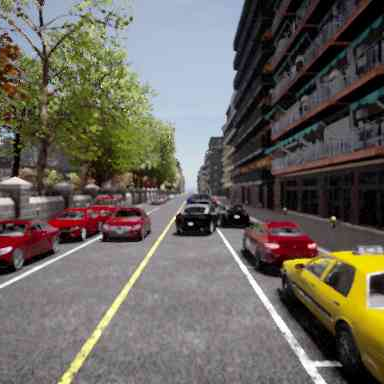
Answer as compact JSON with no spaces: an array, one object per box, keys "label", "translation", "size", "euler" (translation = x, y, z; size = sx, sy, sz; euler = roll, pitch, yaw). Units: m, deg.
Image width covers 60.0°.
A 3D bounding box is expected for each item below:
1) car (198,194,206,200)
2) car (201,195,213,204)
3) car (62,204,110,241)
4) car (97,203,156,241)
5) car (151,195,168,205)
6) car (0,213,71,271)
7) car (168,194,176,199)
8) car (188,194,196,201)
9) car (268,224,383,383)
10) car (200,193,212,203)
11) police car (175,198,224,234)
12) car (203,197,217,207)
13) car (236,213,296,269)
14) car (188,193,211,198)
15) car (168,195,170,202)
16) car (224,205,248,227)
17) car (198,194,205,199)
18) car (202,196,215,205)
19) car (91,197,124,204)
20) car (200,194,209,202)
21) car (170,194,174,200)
[{"label":"car","translation":[2.722,1.260,89.590],"size":[1.967,1.590,4.097],"euler":[0,0,0]},{"label":"car","translation":[2.712,1.300,61.439],"size":[1.967,1.590,4.097],"euler":[0,0,0]},{"label":"car","translation":[-5.685,1.499,16.400],"size":[1.887,1.381,4.507],"euler":[0,0,0]},{"label":"car","translation":[-3.093,1.479,16.644],"size":[1.812,1.442,4.674],"euler":[0,0,0]},{"label":"car","translation":[-5.671,1.309,55.812],"size":[1.967,1.590,4.097],"euler":[0,0,0]},{"label":"car","translation":[-5.687,1.551,10.769],"size":[1.802,1.307,4.206],"euler":[0,0,0]},{"label":"car","translation":[-5.655,1.365,95.223],"size":[2.008,1.369,4.403],"euler":[0,0,0]},{"label":"car","translation":[0.028,1.179,73.707],"size":[1.812,1.442,4.674],"euler":[0,0,0]},{"label":"car","translation":[2.692,1.510,5.306],"size":[1.752,1.417,4.829],"euler":[0,0,0]},{"label":"car","translation":[2.713,1.166,67.069],"size":[2.192,1.841,5.009],"euler":[0,0,0]},{"label":"police car","translation":[0.451,1.373,19.087],"size":[1.930,1.638,5.238],"euler":[0,0,12]},{"label":"car","translation":[2.708,1.423,50.179],"size":[1.887,1.381,4.507],"euler":[0,0,0]},{"label":"car","translation":[2.693,1.551,10.767],"size":[1.802,1.307,4.206],"euler":[0,0,0]},{"label":"car","translation":[0.913,1.134,34.818],"size":[2.150,2.045,5.566],"euler":[0,0,0]},{"label":"car","translation":[-5.669,1.300,61.441],"size":[1.967,1.590,4.097],"euler":[0,0,0]},{"label":"car","translation":[2.697,1.506,22.029],"size":[1.947,1.339,4.313],"euler":[0,0,0]},{"label":"car","translation":[2.725,1.380,95.221],"size":[1.947,1.339,4.313],"euler":[0,0,0]},{"label":"car","translation":[2.710,1.414,55.810],"size":[1.887,1.381,4.507],"euler":[0,0,0]},{"label":"car","translation":[-5.682,1.255,22.031],"size":[2.192,1.841,5.009],"euler":[0,0,0]},{"label":"car","translation":[2.716,1.282,72.700],"size":[1.967,1.590,4.097],"euler":[0,0,0]},{"label":"car","translation":[-5.664,1.393,72.703],"size":[2.008,1.369,4.403],"euler":[0,0,0]}]
